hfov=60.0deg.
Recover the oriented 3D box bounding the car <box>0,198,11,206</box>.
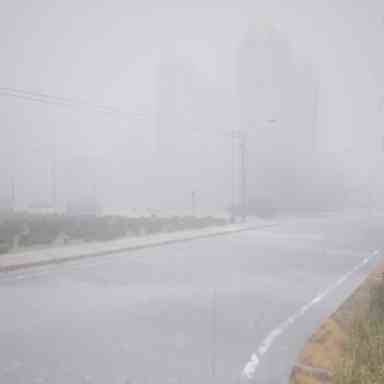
[{"bbox_3d":[-32.850,1.923,56.678,1.905,1.878,3.866,0,-1,37],"label":"car"}]

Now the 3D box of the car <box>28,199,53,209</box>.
[{"bbox_3d":[-25.830,2.162,56.503,5.357,1.411,2.033,0,-1,37],"label":"car"}]

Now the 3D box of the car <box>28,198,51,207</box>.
[{"bbox_3d":[-29.105,1.999,63.338,5.008,1.535,1.882,0,-1,37],"label":"car"}]

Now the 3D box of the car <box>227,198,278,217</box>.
[{"bbox_3d":[6.625,1.647,36.615,5.566,2.045,2.150,0,-1,37],"label":"car"}]

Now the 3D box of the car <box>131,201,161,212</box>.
[{"bbox_3d":[-6.439,2.045,46.403,4.674,1.442,1.812,0,-1,37],"label":"car"}]

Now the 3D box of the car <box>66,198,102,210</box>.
[{"bbox_3d":[-13.553,1.944,42.063,2.242,1.667,4.611,0,-1,37],"label":"car"}]
